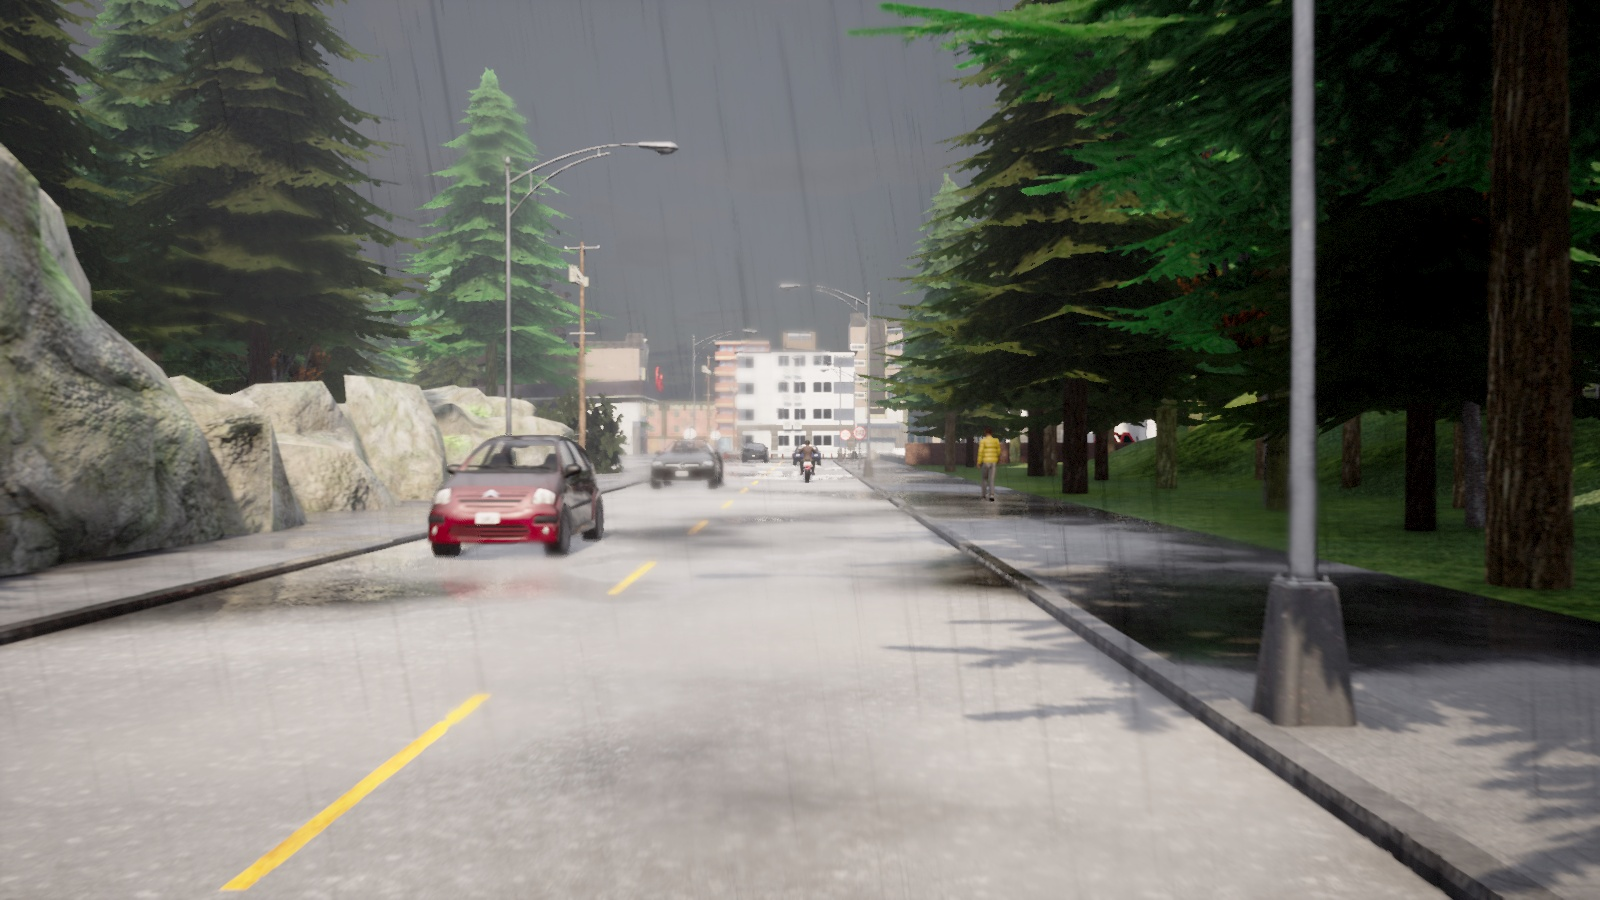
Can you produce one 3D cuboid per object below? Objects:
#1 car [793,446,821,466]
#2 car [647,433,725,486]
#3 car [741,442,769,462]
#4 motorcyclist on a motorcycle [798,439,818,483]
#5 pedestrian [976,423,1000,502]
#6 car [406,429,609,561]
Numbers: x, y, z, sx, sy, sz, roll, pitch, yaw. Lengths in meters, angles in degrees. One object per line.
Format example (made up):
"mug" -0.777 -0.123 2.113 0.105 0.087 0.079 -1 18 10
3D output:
"car" 0.466 0.368 84.976 1.895 1.301 4.718 0 0 0
"car" -3.743 0.284 42.127 2.152 1.651 5.027 0 0 0
"car" -3.495 0.166 98.544 1.882 1.535 5.008 0 0 1
"motorcyclist on a motorcycle" 0.296 0.421 48.932 0.766 1.649 2.350 0 0 0
"pedestrian" 4.454 0.292 29.790 0.431 1.840 0.709 0 0 -2
"car" -3.885 0.543 17.378 1.851 1.617 3.988 0 0 0
